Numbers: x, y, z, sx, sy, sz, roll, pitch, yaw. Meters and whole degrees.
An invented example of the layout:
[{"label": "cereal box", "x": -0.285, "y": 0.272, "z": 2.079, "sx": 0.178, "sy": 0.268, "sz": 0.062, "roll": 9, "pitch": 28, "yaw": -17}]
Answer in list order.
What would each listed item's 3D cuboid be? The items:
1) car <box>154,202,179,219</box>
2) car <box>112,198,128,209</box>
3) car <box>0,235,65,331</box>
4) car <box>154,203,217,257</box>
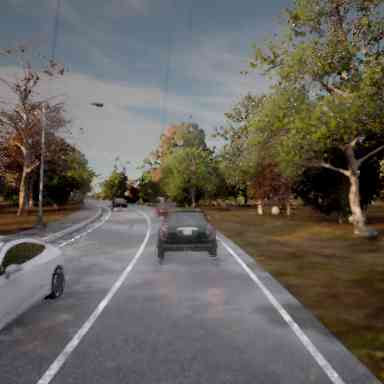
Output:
[{"label": "car", "x": -2.502, "y": 1.705, "z": 31.489, "sx": 1.895, "sy": 1.301, "sz": 4.718, "roll": 1, "pitch": 0, "yaw": -11}, {"label": "car", "x": -10.244, "y": 1.576, "z": 46.896, "sx": 2.033, "sy": 1.411, "sz": 5.357, "roll": 2, "pitch": 0, "yaw": -18}, {"label": "car", "x": -3.701, "y": 1.541, "z": 5.750, "sx": 1.812, "sy": 1.442, "sz": 4.674, "roll": 0, "pitch": 0, "yaw": -1}, {"label": "car", "x": -0.264, "y": 1.398, "z": 13.365, "sx": 2.097, "sy": 1.767, "sz": 4.553, "roll": 0, "pitch": 0, "yaw": -3}]
